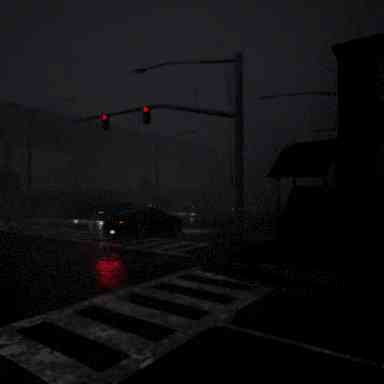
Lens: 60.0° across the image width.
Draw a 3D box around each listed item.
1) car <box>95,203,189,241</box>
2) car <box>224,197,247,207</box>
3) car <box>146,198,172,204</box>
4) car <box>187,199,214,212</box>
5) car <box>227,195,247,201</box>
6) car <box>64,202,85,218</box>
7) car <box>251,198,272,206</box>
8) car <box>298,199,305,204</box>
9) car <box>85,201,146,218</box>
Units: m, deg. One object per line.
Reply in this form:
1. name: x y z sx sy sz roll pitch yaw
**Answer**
1. car: -2.371 1.556 17.196 1.837 1.490 4.892 -2 -1 31
2. car: 7.165 1.713 54.933 1.895 1.301 4.718 0 0 36
3. car: -4.277 1.466 39.017 2.097 1.767 4.553 0 0 36
4. car: 0.721 1.576 39.992 1.882 1.535 5.008 0 0 36
5. car: 12.214 1.636 90.741 4.974 1.542 2.038 0 0 -26
6. car: -9.632 1.592 31.521 1.882 1.535 5.008 0 0 36
7. car: 11.509 1.697 54.950 1.895 1.301 4.718 0 0 36
8. car: 12.154 1.541 37.597 2.128 1.511 4.902 0 0 36
9. car: -6.698 1.604 29.606 1.837 1.490 4.892 0 0 36
